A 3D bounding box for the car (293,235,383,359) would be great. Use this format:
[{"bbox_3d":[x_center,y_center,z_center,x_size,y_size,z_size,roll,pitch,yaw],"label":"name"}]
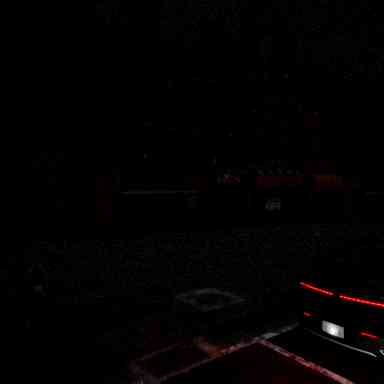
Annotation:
[{"bbox_3d":[3.764,1.504,5.657,4.892,1.490,1.837,0,0,-36],"label":"car"}]
